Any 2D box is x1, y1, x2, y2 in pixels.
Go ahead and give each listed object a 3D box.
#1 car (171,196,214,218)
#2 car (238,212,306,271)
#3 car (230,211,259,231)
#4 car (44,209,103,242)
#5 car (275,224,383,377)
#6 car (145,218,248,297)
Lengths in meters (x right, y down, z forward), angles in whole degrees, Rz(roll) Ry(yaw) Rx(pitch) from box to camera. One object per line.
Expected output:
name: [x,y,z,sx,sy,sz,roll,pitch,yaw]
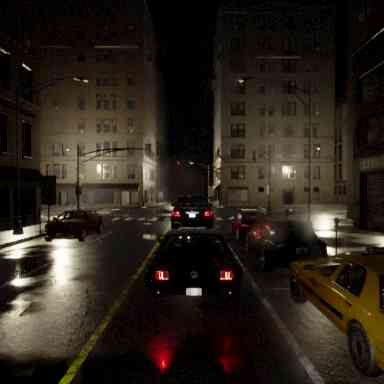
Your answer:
car: [0.011,1.216,18.503,2.150,2.045,5.566,0,0,0]
car: [2.873,1.563,10.756,1.947,1.339,4.313,-1,0,0]
car: [2.878,1.577,16.341,1.802,1.307,4.206,-1,0,0]
car: [-5.667,1.539,16.346,1.887,1.381,4.507,-1,0,0]
car: [2.868,1.524,5.339,1.752,1.417,4.829,-1,0,0]
car: [0.052,1.599,8.511,1.895,1.301,4.718,0,0,0]
